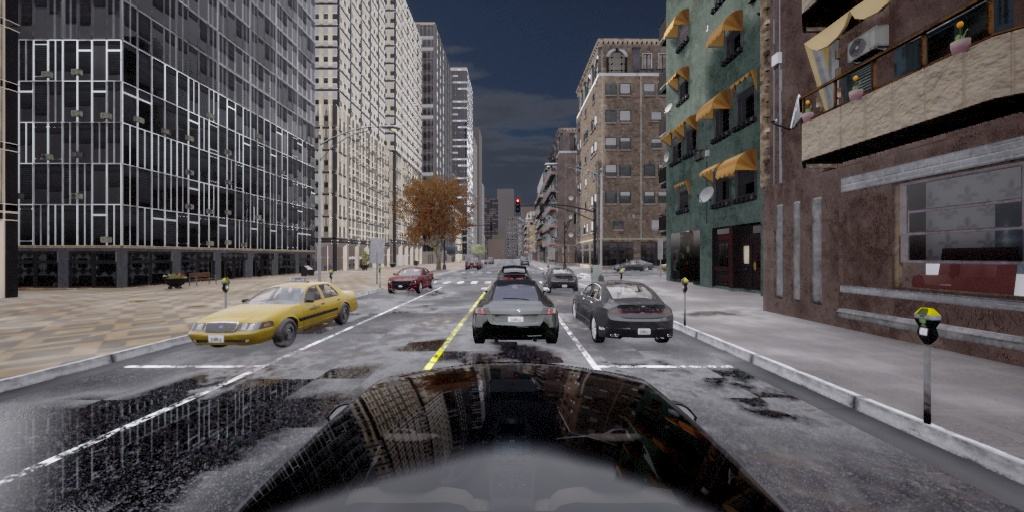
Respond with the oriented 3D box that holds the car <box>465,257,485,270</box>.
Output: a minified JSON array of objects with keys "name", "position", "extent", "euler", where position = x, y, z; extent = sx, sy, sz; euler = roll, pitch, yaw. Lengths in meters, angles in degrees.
[{"name":"car","position":[-5.685,1.098,52.928],"extent":[2.192,1.841,5.009],"euler":[0,0,0]}]

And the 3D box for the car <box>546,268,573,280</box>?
[{"name":"car","position":[2.691,1.305,20.539],"extent":[2.007,1.370,4.403],"euler":[0,0,0]}]

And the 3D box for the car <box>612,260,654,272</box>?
[{"name":"car","position":[13.440,1.108,39.954],"extent":[4.403,1.370,2.007],"euler":[0,0,-1]}]

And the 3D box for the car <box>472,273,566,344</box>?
[{"name":"car","position":[0.088,1.315,9.621],"extent":[1.994,1.385,4.181],"euler":[0,0,0]}]

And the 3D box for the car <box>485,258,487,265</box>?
[{"name":"car","position":[-5.684,1.356,58.451],"extent":[1.948,1.339,4.313],"euler":[0,0,0]}]

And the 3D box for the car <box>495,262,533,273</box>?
[{"name":"car","position":[0.107,1.259,19.670],"extent":[1.837,1.490,4.892],"euler":[0,0,-1]}]

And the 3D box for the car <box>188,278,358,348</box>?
[{"name":"car","position":[-5.690,1.276,9.305],"extent":[1.751,1.417,4.829],"euler":[0,0,0]}]

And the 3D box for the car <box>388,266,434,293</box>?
[{"name":"car","position":[-5.689,1.299,20.540],"extent":[1.888,1.381,4.507],"euler":[0,0,0]}]

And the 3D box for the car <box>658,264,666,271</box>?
[{"name":"car","position":[18.837,1.006,40.008],"extent":[4.829,1.417,1.751],"euler":[0,0,-1]}]

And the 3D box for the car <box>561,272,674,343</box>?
[{"name":"car","position":[2.690,1.301,9.473],"extent":[2.007,1.370,4.403],"euler":[0,0,0]}]
